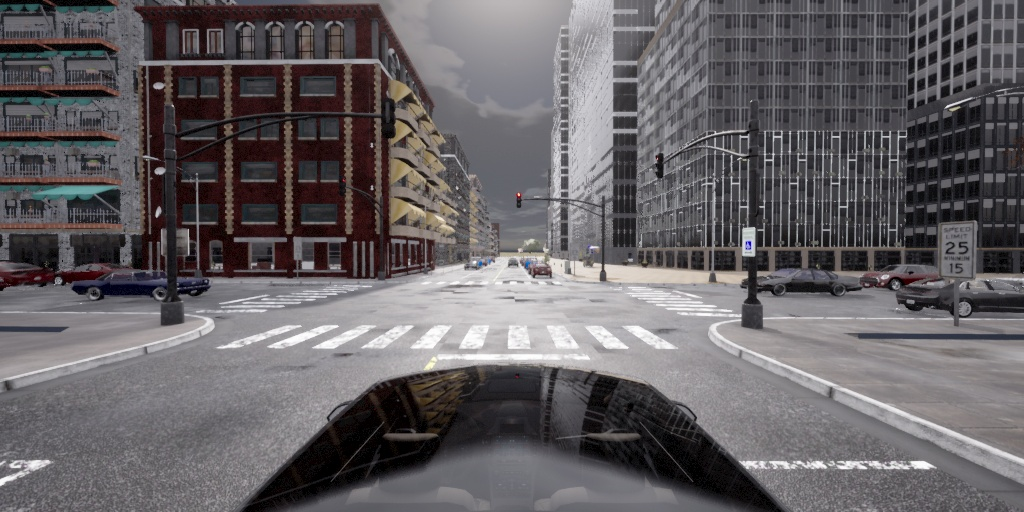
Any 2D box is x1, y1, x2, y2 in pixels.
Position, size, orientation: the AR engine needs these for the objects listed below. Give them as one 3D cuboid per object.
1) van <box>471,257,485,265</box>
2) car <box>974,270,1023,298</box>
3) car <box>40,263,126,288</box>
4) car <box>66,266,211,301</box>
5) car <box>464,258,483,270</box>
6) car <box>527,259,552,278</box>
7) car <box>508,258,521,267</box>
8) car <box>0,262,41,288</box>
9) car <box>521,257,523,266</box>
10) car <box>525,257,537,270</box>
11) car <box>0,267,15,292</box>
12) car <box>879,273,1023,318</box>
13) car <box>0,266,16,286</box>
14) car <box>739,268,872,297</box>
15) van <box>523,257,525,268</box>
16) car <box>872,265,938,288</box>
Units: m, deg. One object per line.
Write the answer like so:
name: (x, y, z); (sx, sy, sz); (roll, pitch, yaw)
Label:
van: (-5.574, 1.033, 55.972); (1.690, 1.789, 3.998); (0, 0, 0)
car: (27.829, 1.454, 18.799); (4.718, 1.301, 1.895); (0, 1, 0)
car: (-25.812, 1.109, 22.356); (4.507, 1.381, 1.888); (0, 0, 1)
car: (-16.644, 1.299, 16.304); (4.718, 1.301, 1.895); (0, 1, 1)
car: (-5.586, 1.267, 50.326); (1.948, 1.339, 4.313); (0, 0, 0)
car: (2.725, 1.270, 33.404); (1.888, 1.381, 4.507); (0, 0, 0)
car: (0.235, 1.279, 64.045); (1.895, 1.301, 4.718); (0, 0, 0)
car: (-28.465, 1.072, 19.690); (5.008, 1.535, 1.882); (0, 1, 1)
car: (2.774, 1.238, 55.988); (1.888, 1.381, 4.507); (0, 0, 0)
car: (2.738, 1.157, 39.049); (1.967, 1.591, 4.097); (0, 0, 0)
car: (-22.598, 1.259, 13.692); (4.507, 1.381, 1.888); (0, 0, 1)
car: (16.739, 1.445, 13.066); (4.403, 1.370, 2.007); (0, 0, 1)
car: (-26.523, 1.254, 16.463); (4.718, 1.301, 1.895); (0, 1, 1)
car: (15.225, 1.341, 19.002); (5.357, 1.411, 2.033); (0, 1, 1)
van: (2.762, 1.042, 50.342); (1.690, 1.789, 3.998); (0, 0, 0)
car: (23.417, 1.229, 21.599); (4.097, 1.591, 1.967); (0, 0, 1)
